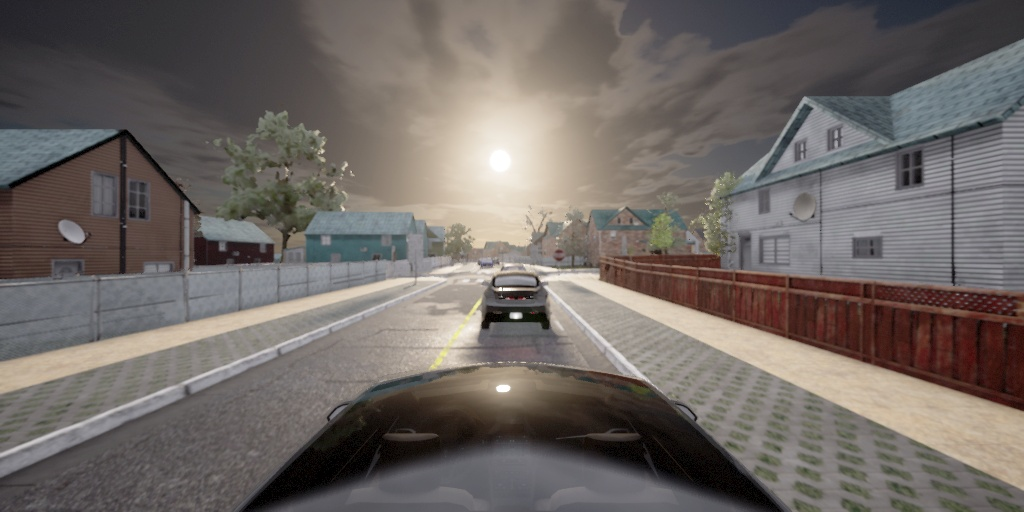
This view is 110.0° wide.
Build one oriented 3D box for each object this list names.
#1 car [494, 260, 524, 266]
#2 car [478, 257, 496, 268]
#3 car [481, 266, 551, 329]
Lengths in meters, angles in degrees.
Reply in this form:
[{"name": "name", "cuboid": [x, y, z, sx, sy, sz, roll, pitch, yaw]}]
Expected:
[{"name": "car", "cuboid": [0.073, 1.182, 20.999, 2.033, 1.411, 5.357, 0, 0, -1]}, {"name": "car", "cuboid": [-3.881, 1.040, 55.301, 1.882, 1.535, 5.008, 0, 0, -5]}, {"name": "car", "cuboid": [0.100, 1.194, 11.059, 1.837, 1.490, 4.892, 0, 0, 0]}]
